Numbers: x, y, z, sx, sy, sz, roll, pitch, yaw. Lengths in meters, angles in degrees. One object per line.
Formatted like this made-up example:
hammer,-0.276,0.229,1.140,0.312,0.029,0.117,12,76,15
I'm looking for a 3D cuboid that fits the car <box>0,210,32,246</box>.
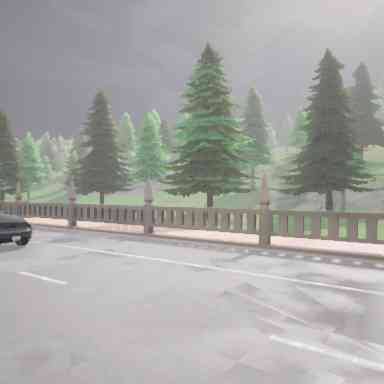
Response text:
car,-8.704,1.514,13.986,4.892,1.490,1.837,0,0,33
